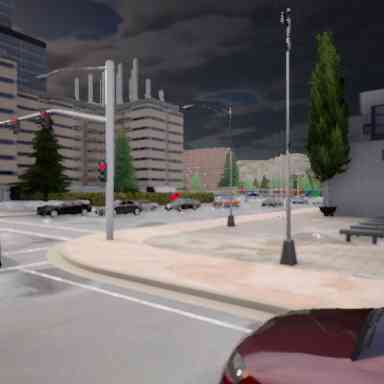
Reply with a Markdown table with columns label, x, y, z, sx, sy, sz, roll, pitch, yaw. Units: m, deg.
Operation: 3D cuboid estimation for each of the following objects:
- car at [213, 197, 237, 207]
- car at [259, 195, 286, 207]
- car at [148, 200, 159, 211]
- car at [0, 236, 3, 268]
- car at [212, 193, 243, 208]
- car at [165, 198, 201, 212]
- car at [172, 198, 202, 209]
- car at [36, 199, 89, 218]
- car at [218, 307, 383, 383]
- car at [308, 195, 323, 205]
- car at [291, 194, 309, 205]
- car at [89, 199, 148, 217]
| label | x | y | z | sx | sy | sz | roll | pitch | yaw |
| --- | --- | --- | --- | --- | --- | --- | --- | --- | --- |
| car | 5.349 | 1.536 | 53.049 | 1.994 | 1.385 | 4.181 | 0 | 0 | 37 |
| car | 12.212 | 1.546 | 50.274 | 1.994 | 1.385 | 4.181 | 0 | 0 | 36 |
| car | -6.003 | 1.568 | 37.748 | 1.895 | 1.301 | 4.718 | 0 | 0 | 36 |
| car | -7.196 | 1.489 | 10.301 | 1.837 | 1.490 | 4.892 | -1 | 1 | -39 |
| car | 4.751 | 1.328 | 46.386 | 2.097 | 1.767 | 4.553 | 0 | 0 | 37 |
| car | -1.136 | 1.465 | 38.443 | 2.128 | 1.511 | 4.902 | 0 | 0 | 36 |
| car | -0.608 | 1.534 | 45.036 | 1.994 | 1.385 | 4.181 | 0 | 0 | 37 |
| car | -11.552 | 1.443 | 30.237 | 1.882 | 1.535 | 5.008 | 0 | 0 | 36 |
| car | 2.275 | 1.565 | 2.494 | 4.181 | 1.385 | 1.994 | 0 | 0 | 35 |
| car | 22.475 | 1.516 | 58.288 | 1.812 | 1.442 | 4.674 | 0 | 0 | 36 |
| car | 19.668 | 1.586 | 60.378 | 1.895 | 1.301 | 4.718 | 0 | 0 | 36 |
| car | -6.727 | 1.476 | 30.877 | 1.837 | 1.490 | 4.892 | 0 | 0 | 36 |
